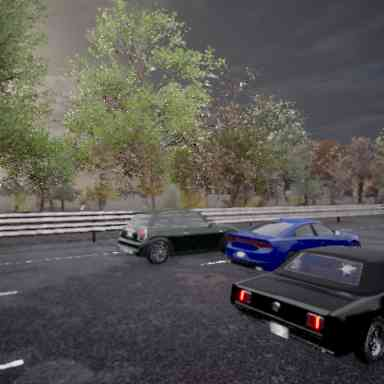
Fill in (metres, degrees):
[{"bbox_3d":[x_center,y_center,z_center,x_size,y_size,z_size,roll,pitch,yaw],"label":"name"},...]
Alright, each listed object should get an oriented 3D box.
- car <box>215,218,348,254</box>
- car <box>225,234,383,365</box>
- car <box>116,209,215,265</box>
[{"bbox_3d":[3.326,1.559,10.428,5.008,1.535,1.882,1,0,-36],"label":"car"},{"bbox_3d":[3.016,1.655,5.913,4.718,1.301,1.895,1,0,-36],"label":"car"},{"bbox_3d":[-0.314,1.415,12.129,4.553,1.767,2.097,1,0,-36],"label":"car"}]
